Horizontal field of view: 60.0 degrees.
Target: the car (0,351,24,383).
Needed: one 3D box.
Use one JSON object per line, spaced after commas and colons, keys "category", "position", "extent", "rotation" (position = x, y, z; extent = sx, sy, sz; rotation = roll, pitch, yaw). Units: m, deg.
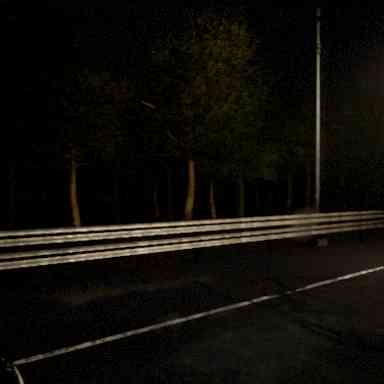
{"category": "car", "position": [-3.375, 1.480, 1.345], "extent": [4.902, 1.511, 2.128], "rotation": [0, 0, -35]}
